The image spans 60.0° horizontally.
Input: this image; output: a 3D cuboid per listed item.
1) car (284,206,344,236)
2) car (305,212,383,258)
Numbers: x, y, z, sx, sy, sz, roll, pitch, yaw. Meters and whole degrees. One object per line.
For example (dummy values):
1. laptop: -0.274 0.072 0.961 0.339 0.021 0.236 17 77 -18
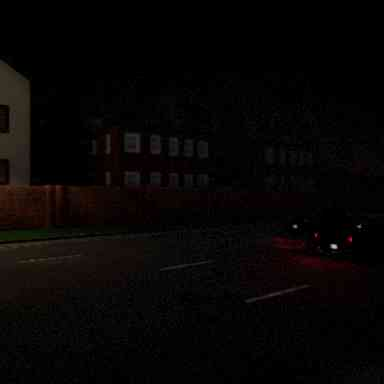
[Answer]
1. car: 6.927 1.483 17.287 5.008 1.535 1.882 0 0 -36
2. car: 6.745 1.605 12.856 4.718 1.301 1.895 0 0 -35
